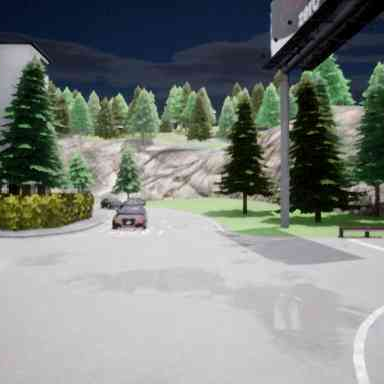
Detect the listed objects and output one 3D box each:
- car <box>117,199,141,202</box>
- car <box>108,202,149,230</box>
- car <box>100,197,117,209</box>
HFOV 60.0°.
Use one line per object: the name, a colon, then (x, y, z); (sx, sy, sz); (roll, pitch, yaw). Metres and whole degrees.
car: (-5.790, 1.472, 32.789); (2.128, 1.511, 4.902); (0, 0, -18)
car: (-3.758, 1.551, 20.780); (1.994, 1.385, 4.181); (0, 0, -5)
car: (-10.412, 1.478, 43.064); (1.837, 1.490, 4.892); (0, 0, -33)
